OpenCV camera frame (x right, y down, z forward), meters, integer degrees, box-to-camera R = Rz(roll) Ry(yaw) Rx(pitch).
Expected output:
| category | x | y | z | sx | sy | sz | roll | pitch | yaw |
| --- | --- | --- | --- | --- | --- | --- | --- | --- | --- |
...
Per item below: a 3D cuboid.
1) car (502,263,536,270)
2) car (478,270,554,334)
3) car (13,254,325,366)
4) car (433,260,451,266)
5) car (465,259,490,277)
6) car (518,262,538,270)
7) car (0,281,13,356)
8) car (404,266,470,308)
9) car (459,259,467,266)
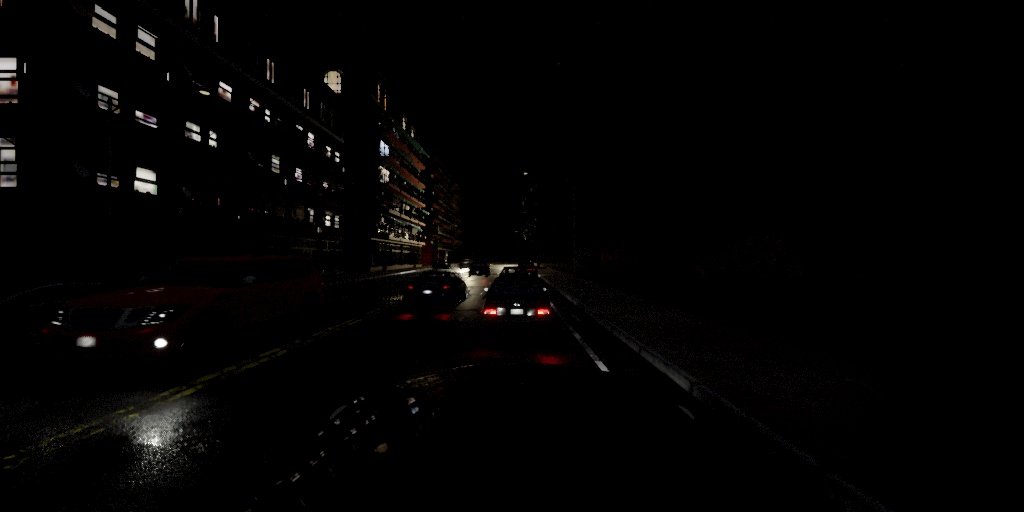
| category | x | y | z | sx | sy | sz | roll | pitch | yaw |
| --- | --- | --- | --- | --- | --- | --- | --- | --- | --- |
| car | 0.111 | 1.301 | 20.934 | 2.033 | 1.411 | 5.357 | 0 | 0 | 0 |
| car | 0.107 | 1.299 | 10.573 | 2.033 | 1.411 | 5.357 | 0 | 0 | 0 |
| car | -6.597 | 0.972 | 8.325 | 2.150 | 2.045 | 5.566 | 0 | 0 | 0 |
| car | -9.817 | 1.317 | 50.101 | 1.994 | 1.385 | 4.181 | 0 | 0 | 0 |
| car | -3.127 | 1.279 | 34.874 | 1.812 | 1.442 | 4.674 | 0 | 0 | 0 |
| car | 1.155 | 1.259 | 30.702 | 1.837 | 1.490 | 4.892 | 0 | 0 | 0 |
| car | -9.847 | 1.242 | 7.147 | 2.128 | 1.511 | 4.902 | 0 | 0 | 0 |
| car | -3.142 | 1.316 | 15.343 | 1.994 | 1.385 | 4.181 | 0 | 0 | 0 |
| car | -6.565 | 1.244 | 52.139 | 2.128 | 1.511 | 4.902 | 0 | 0 | 0 |
